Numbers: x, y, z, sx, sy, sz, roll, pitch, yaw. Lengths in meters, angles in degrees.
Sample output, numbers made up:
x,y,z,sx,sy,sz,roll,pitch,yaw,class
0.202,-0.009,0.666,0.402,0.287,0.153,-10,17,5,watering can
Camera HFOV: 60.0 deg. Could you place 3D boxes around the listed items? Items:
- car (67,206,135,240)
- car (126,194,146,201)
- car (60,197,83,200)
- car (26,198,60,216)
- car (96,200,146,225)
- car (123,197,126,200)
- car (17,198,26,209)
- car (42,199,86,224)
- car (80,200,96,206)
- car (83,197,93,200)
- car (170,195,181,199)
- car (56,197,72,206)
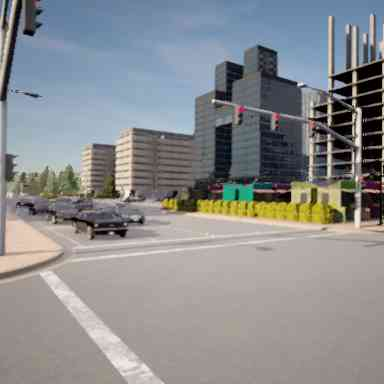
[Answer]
x,y,z,sx,sy,sz,roll,pitch,yaw,class
-5.020,1.665,17.811,1.895,1.301,4.718,1,0,-33,car
-12.225,1.511,75.389,3.866,1.878,1.905,1,0,-34,car
-15.299,1.606,40.465,2.128,1.511,4.902,1,0,-32,car
-15.265,1.427,33.888,2.097,1.767,4.553,1,0,-32,car
-5.042,1.596,24.353,2.128,1.511,4.902,1,0,-33,car
-13.799,1.510,77.819,4.605,1.855,1.932,1,0,-34,car
-24.030,1.631,47.777,2.033,1.411,5.357,1,0,-32,car
-9.859,1.574,25.398,1.837,1.490,4.892,1,0,-33,car
-10.024,1.710,32.165,1.895,1.301,4.718,1,0,-32,car
-19.124,1.692,59.816,2.128,1.511,4.902,1,0,-33,car
-1.220,1.507,59.142,3.866,1.878,1.905,1,0,-34,car
-22.735,1.668,58.970,1.837,1.490,4.892,1,0,-33,car
